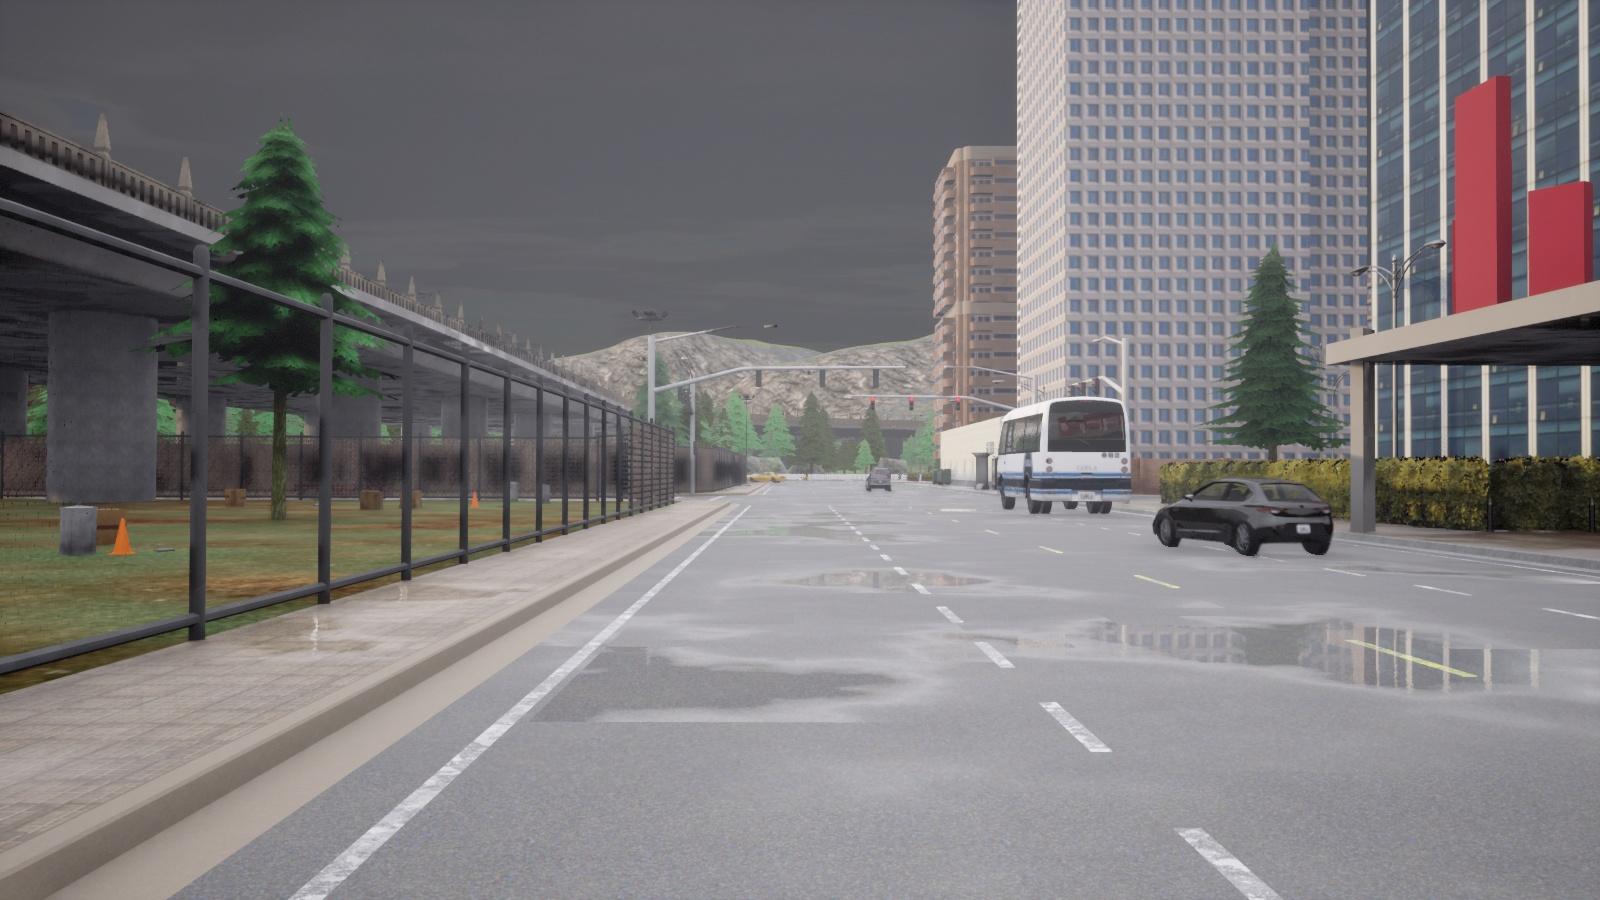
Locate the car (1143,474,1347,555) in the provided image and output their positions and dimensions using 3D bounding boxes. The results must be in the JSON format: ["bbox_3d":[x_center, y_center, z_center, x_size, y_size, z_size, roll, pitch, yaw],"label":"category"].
[{"bbox_3d":[8.770,1.215,25.168,1.816,1.474,4.193,0,-1,-14],"label":"car"}]

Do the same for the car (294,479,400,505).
[{"bbox_3d":[-23.180,2.142,64.373,4.718,1.301,1.895,0,-1,-1],"label":"car"}]

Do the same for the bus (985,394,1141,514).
[{"bbox_3d":[10.096,0.232,49.782,3.944,4.253,10.273,0,-1,0],"label":"bus"}]
